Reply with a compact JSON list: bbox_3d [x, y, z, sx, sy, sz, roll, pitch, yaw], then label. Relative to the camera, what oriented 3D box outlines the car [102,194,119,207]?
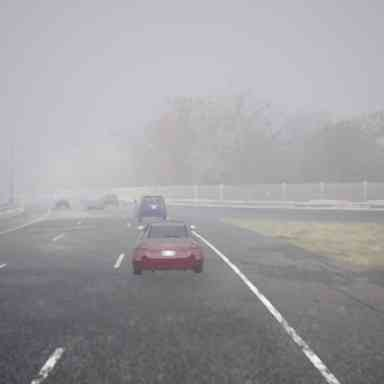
[{"bbox_3d":[-12.971,1.288,51.478,2.150,2.045,5.566,0,0,-27],"label":"car"}]

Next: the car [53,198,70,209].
[{"bbox_3d":[-18.309,1.587,46.666,1.837,1.490,4.892,0,0,-26],"label":"car"}]

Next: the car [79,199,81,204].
[{"bbox_3d":[-19.884,1.642,63.045,2.033,1.411,5.357,0,0,-34],"label":"car"}]

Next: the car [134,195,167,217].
[{"bbox_3d":[-3.422,1.245,26.844,2.150,2.045,5.566,0,0,-14],"label":"car"}]

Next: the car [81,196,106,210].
[{"bbox_3d":[-12.832,1.626,43.158,1.994,1.385,4.181,0,0,-24],"label":"car"}]

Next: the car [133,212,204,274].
[{"bbox_3d":[-0.796,1.571,10.676,1.994,1.385,4.181,0,0,-5],"label":"car"}]

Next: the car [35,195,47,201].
[{"bbox_3d":[-39.415,1.526,86.757,2.033,1.411,5.357,0,0,-37],"label":"car"}]

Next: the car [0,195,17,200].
[{"bbox_3d":[-45.812,1.546,81.386,5.357,1.411,2.033,0,0,37],"label":"car"}]

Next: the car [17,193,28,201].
[{"bbox_3d":[-43.548,1.354,84.056,4.553,1.767,2.097,0,0,37],"label":"car"}]
